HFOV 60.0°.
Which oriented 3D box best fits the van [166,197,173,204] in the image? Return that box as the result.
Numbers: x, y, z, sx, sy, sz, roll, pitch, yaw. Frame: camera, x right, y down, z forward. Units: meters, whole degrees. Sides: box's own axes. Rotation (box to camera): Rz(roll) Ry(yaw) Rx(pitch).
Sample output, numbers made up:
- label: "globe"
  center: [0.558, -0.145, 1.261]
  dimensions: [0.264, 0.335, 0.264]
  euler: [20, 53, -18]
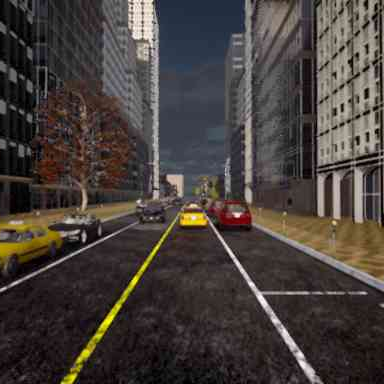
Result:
- label: "van"
  center: [-5.690, 2.078, 84.712]
  dimensions: [1.690, 1.788, 3.998]
  euler: [0, 0, 0]

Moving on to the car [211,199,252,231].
- label: "car"
  center: [2.693, 1.520, 22.088]
  dimensions: [2.192, 1.841, 5.009]
  euler: [0, -1, 0]

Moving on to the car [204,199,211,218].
- label: "car"
  center: [2.693, 1.621, 33.473]
  dimensions: [2.192, 1.841, 5.009]
  euler: [0, -1, 0]

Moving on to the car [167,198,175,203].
- label: "car"
  center: [-5.691, 2.365, 90.403]
  dimensions: [1.802, 1.307, 4.206]
  euler: [0, 0, 0]

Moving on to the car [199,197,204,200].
- label: "car"
  center: [2.690, 2.210, 73.314]
  dimensions: [1.947, 1.339, 4.313]
  euler: [0, 0, 0]

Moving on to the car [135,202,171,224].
- label: "car"
  center: [-3.099, 1.815, 27.214]
  dimensions: [1.994, 1.385, 4.181]
  euler: [0, -1, 0]

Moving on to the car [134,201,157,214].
- label: "car"
  center: [-5.689, 1.907, 39.174]
  dimensions: [2.008, 1.369, 4.403]
  euler: [0, -1, 0]

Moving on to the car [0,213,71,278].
- label: "car"
  center: [-5.688, 1.625, 10.543]
  dimensions: [1.752, 1.417, 4.829]
  euler: [0, -1, 0]

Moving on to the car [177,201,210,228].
- label: "car"
  center: [0.099, 1.675, 23.714]
  dimensions: [1.801, 1.575, 5.366]
  euler: [0, -1, 0]

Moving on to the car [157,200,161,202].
- label: "car"
  center: [-5.690, 1.972, 44.866]
  dimensions: [1.947, 1.339, 4.313]
  euler: [0, -1, 0]

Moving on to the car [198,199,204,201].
- label: "car"
  center: [0.097, 1.942, 41.731]
  dimensions: [1.994, 1.385, 4.181]
  euler: [0, -1, 0]

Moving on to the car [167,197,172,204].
- label: "car"
  center: [-5.691, 2.148, 67.634]
  dimensions: [2.008, 1.369, 4.403]
  euler: [0, 0, 0]

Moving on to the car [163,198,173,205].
- label: "car"
  center: [-5.691, 2.236, 79.018]
  dimensions: [1.887, 1.381, 4.507]
  euler: [0, 0, 0]

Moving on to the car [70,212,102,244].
- label: "car"
  center: [-5.689, 1.704, 16.406]
  dimensions: [2.008, 1.369, 4.403]
  euler: [0, -1, 0]

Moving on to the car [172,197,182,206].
- label: "car"
  center: [-3.004, 2.079, 68.490]
  dimensions: [1.882, 1.535, 5.008]
  euler: [0, 0, 0]

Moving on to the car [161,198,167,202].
- label: "car"
  center: [-5.690, 2.084, 56.248]
  dimensions: [1.802, 1.307, 4.206]
  euler: [0, 0, 0]
